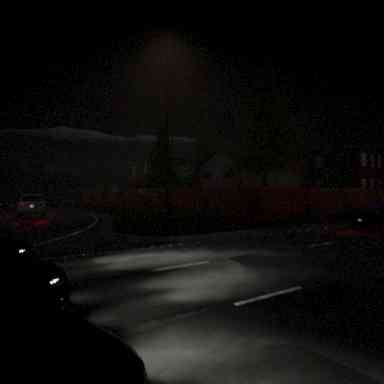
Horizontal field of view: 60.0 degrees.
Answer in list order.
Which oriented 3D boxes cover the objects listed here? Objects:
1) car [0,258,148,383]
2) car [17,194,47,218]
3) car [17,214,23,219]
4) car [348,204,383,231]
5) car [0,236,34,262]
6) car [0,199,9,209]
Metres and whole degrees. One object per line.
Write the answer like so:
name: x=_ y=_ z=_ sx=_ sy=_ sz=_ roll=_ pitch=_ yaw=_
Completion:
car: x=-2.580 y=1.505 z=1.906 sx=4.892 sy=1.490 sz=1.837 roll=0 pitch=0 yaw=-35
car: x=-14.298 y=1.219 z=29.715 sx=2.150 sy=2.045 sz=5.566 roll=0 pitch=0 yaw=-25
car: x=-6.401 y=1.492 z=7.779 sx=4.902 sy=1.511 sz=2.128 roll=0 pitch=0 yaw=-35
car: x=11.733 y=1.471 z=20.713 sx=5.008 sy=1.535 sz=1.882 roll=0 pitch=0 yaw=-35
car: x=-4.401 y=1.492 z=4.906 sx=4.902 sy=1.511 sz=2.128 roll=0 pitch=0 yaw=-35
car: x=-25.521 y=1.563 z=43.354 sx=4.181 sy=1.385 sz=1.994 roll=0 pitch=0 yaw=43
